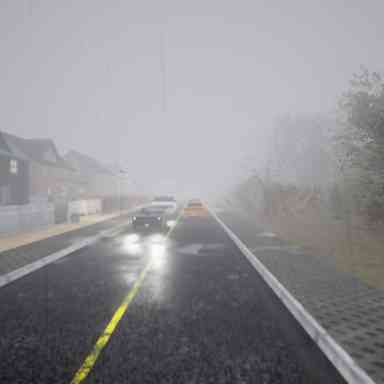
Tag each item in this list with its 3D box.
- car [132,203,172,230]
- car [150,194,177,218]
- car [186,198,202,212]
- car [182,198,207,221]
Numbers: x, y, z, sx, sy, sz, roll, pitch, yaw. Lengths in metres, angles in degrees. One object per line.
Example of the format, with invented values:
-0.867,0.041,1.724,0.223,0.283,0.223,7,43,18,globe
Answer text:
-2.620,1.625,21.561,1.895,1.301,4.718,0,0,0,car
-2.558,1.256,30.885,2.150,2.045,5.566,0,0,0,car
0.298,1.556,40.408,1.837,1.490,4.892,0,0,1,car
0.228,1.516,27.450,1.882,1.535,5.008,0,0,1,car
